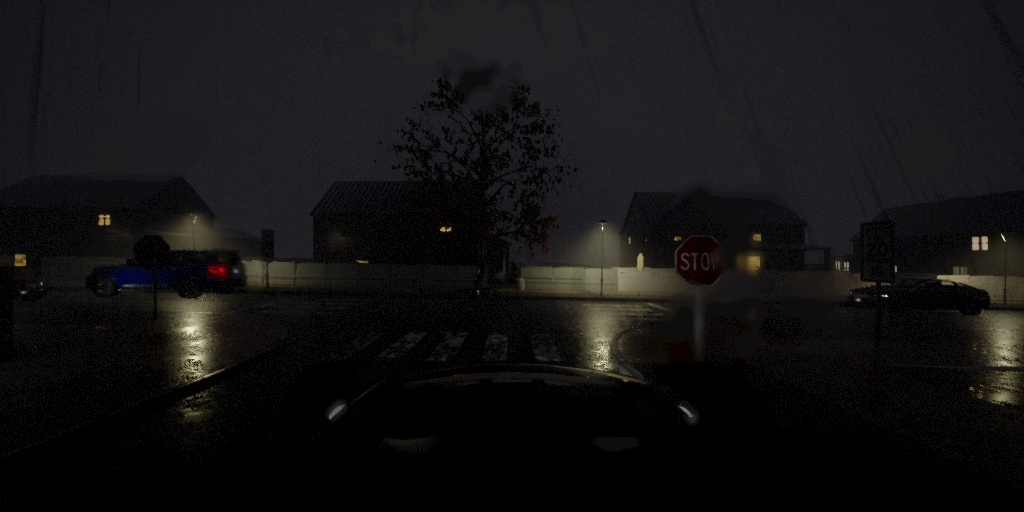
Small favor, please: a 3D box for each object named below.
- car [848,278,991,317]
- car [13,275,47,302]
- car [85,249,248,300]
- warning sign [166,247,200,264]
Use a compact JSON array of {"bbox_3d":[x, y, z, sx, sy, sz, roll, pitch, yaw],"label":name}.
[{"bbox_3d":[17.408,1.697,15.488,4.902,1.511,2.128,1,0,0],"label":"car"},{"bbox_3d":[-19.156,0.933,12.344,4.674,1.442,1.812,1,0,0],"label":"car"},{"bbox_3d":[-14.640,0.733,15.476,5.566,2.045,2.150,1,0,-3],"label":"car"},{"bbox_3d":[-15.825,0.620,17.728,1.060,1.860,1.300,0,0,0],"label":"warning sign"}]
